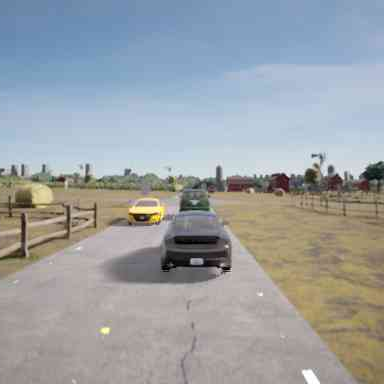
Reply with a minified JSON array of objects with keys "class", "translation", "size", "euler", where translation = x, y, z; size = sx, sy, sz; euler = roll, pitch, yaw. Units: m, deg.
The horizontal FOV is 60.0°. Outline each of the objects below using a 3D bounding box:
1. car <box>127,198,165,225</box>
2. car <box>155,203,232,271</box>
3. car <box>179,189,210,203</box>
[{"class":"car","translation":[-2.741,1.127,20.844],"size":[1.882,1.535,5.008],"euler":[0,1,0]},{"class":"car","translation":[0.117,1.330,10.238],"size":[1.837,1.490,4.892],"euler":[0,1,0]},{"class":"car","translation":[0.190,0.809,24.895],"size":[2.150,2.045,5.566],"euler":[0,1,0]}]
